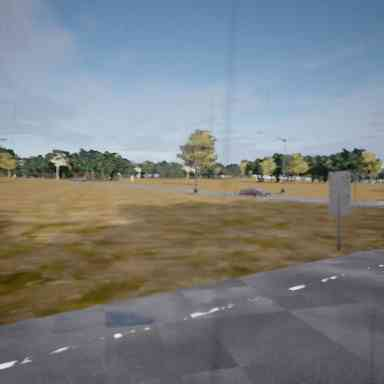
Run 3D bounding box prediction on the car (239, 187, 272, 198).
[{"bbox_3d":[9.342,0.035,49.544,2.033,1.411,5.357,0,2,-36],"label":"car"}]
